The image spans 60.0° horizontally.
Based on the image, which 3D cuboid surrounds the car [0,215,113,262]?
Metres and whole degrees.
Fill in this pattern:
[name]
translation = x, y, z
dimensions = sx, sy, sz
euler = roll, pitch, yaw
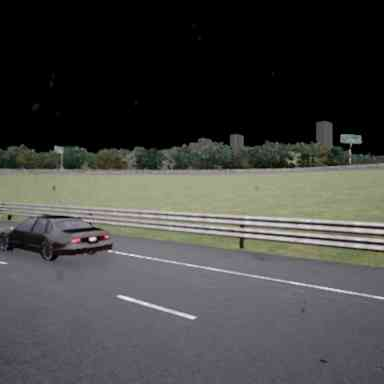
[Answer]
[car]
translation = -5.236, 1.564, 12.321
dimensions = 5.357, 1.411, 2.033
euler = 0, 0, 37
